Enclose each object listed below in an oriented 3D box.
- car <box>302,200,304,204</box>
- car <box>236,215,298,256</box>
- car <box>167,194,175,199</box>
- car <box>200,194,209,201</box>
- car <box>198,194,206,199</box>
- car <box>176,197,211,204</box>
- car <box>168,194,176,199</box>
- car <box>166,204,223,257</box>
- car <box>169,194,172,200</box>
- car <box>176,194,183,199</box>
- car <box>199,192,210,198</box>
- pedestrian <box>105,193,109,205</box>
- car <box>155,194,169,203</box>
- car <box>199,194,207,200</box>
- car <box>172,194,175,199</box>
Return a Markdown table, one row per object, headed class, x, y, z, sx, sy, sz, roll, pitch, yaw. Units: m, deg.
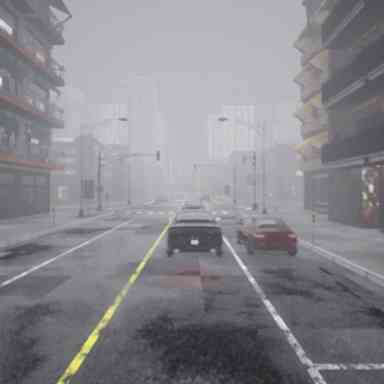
| class | x | y | z | sx | sy | sz | roll | pitch | yaw |
| --- | --- | --- | --- | --- | --- | --- | --- | --- | --- |
| car | 17.482 | 1.120 | 46.044 | 4.313 | 1.339 | 1.947 | -1 | 1 | 0 |
| car | 2.690 | 1.513 | 12.492 | 1.802 | 1.307 | 4.206 | 0 | 0 | 0 |
| car | -5.702 | 1.172 | 89.344 | 1.802 | 1.307 | 4.206 | 0 | 0 | 0 |
| car | 2.681 | 1.218 | 72.769 | 1.947 | 1.339 | 4.313 | 0 | 0 | 0 |
| car | 2.678 | 1.141 | 89.345 | 2.008 | 1.369 | 4.403 | 0 | 0 | 0 |
| car | 0.097 | 1.357 | 25.399 | 2.128 | 1.511 | 4.902 | 0 | 0 | 0 |
| car | -5.702 | 1.153 | 94.869 | 1.802 | 1.307 | 4.206 | 0 | 0 | 0 |
| car | 0.096 | 1.407 | 12.761 | 1.882 | 1.535 | 5.008 | 0 | 0 | 0 |
| car | -5.699 | 1.240 | 67.242 | 1.947 | 1.339 | 4.313 | 0 | 0 | 0 |
| car | -3.011 | 1.157 | 81.944 | 2.033 | 1.411 | 5.357 | 0 | 0 | 0 |
| car | 2.682 | 0.989 | 67.242 | 2.192 | 1.841 | 5.009 | 0 | 0 | 0 |
| pedestrian | -12.518 | 1.037 | 48.976 | 0.375 | 1.860 | 0.375 | 0 | 1 | 0 |
| car | -5.785 | 1.241 | 61.721 | 1.887 | 1.381 | 4.507 | 0 | 0 | 0 |
| car | 2.680 | 1.176 | 83.820 | 1.947 | 1.339 | 4.313 | 0 | 0 | 0 |
| car | -5.700 | 1.156 | 78.123 | 1.752 | 1.417 | 4.829 | 0 | 0 | 0 |
